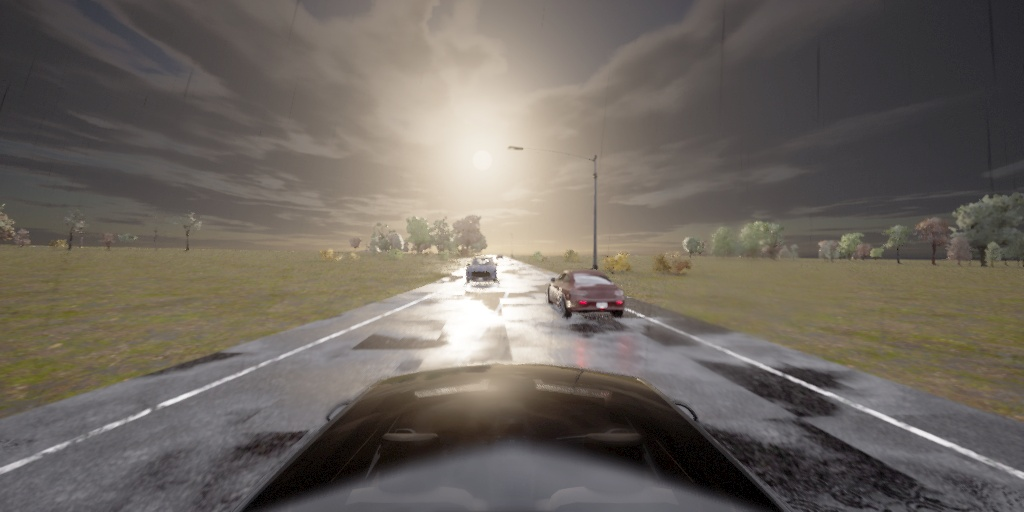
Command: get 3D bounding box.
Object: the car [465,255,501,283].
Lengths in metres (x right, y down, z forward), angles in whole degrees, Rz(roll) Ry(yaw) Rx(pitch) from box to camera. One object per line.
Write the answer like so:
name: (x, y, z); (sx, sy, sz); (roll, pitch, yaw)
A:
car: (-2.032, 0.868, 25.235); (2.097, 1.767, 4.553); (0, 1, -1)

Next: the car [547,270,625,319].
car: (2.386, 1.187, 12.335); (1.812, 1.442, 4.674); (0, 1, -3)
